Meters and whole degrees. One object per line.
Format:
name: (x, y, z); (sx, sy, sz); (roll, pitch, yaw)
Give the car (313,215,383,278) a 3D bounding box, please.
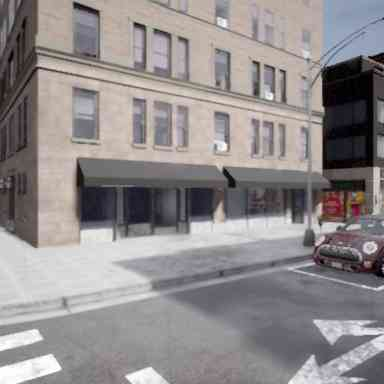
car: (5.514, 1.435, 10.082); (4.097, 1.590, 1.967); (0, 0, -35)
